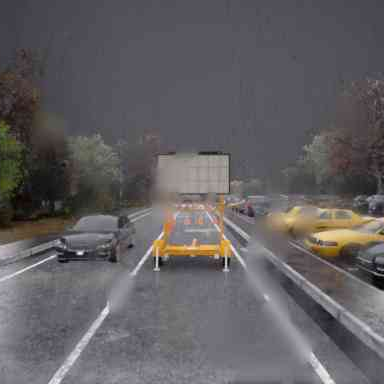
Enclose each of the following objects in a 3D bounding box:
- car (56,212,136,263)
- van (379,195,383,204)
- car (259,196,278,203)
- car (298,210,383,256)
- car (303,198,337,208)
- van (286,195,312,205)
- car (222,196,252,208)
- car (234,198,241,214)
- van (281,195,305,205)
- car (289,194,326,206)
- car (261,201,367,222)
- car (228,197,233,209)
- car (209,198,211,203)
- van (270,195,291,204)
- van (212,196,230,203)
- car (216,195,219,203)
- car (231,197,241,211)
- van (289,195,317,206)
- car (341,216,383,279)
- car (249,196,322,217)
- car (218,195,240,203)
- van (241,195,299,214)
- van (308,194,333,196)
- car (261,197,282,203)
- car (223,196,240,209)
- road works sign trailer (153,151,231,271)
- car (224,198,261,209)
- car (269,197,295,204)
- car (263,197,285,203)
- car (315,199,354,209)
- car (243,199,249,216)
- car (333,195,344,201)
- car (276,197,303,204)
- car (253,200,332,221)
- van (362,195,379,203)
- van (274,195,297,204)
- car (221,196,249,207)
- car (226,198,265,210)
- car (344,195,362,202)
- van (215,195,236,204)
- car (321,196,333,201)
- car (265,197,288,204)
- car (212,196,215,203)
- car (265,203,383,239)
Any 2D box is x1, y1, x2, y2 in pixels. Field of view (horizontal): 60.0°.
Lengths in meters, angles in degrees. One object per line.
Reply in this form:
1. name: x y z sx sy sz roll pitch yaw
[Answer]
1. car: -3.243 1.526 12.068 1.837 1.490 4.892 0 0 0
2. van: 20.235 1.328 30.675 4.442 1.987 1.878 0 0 0
3. car: 20.503 2.078 88.826 4.553 1.767 2.185 0 -1 0
4. car: 6.715 1.540 11.420 5.366 1.575 1.946 0 0 0
5. car: 20.275 1.713 52.835 4.674 1.452 2.002 0 0 0
6. van: 20.473 1.506 63.916 4.442 1.987 1.878 0 0 0
7. car: 7.167 1.555 53.050 4.553 1.767 2.185 0 0 0
8. car: 7.031 1.606 33.617 4.792 1.488 2.163 0 0 0
9. van: 20.261 1.522 66.821 4.442 1.987 1.878 0 -1 0
10. car: 20.289 1.452 58.502 5.566 2.045 2.435 0 0 0
11. car: 7.146 1.521 19.743 5.366 1.575 1.946 0 0 0
12. car: 7.070 1.636 39.169 4.792 1.488 2.163 0 0 0
13. car: 7.423 2.096 83.563 5.008 1.535 2.097 0 -1 0
14. van: 20.573 1.741 77.748 4.442 1.987 1.878 0 -1 0
15. van: 7.554 1.930 86.343 4.442 1.987 1.878 0 -1 0
16. car: 7.233 1.710 58.602 5.008 1.535 2.097 0 0 0
17. car: 7.050 1.621 36.393 4.792 1.488 2.163 0 0 0
18. van: 20.454 1.492 61.272 4.442 1.987 1.878 0 0 0
19. car: 6.887 1.554 8.643 4.892 1.521 2.231 0 0 0
20. car: 7.031 1.409 25.292 4.553 1.767 2.185 0 0 0
21. car: 6.993 1.663 50.275 5.366 1.575 1.946 0 0 0
22. van: 7.156 1.336 30.841 4.442 1.987 1.878 0 0 0
23. van: 20.375 1.433 50.191 4.442 1.987 1.878 0 0 0
24. car: 20.511 2.147 86.178 5.008 1.535 2.097 0 -1 0
25. car: 6.934 1.618 41.947 5.366 1.575 1.946 0 0 0
26. road works sign trailer: 0.052 0.483 10.952 2.380 3.560 2.880 0 0 3
27. car: 7.153 1.652 47.497 4.892 1.521 2.231 0 0 0
28. car: 20.251 1.904 74.975 5.366 1.575 1.946 0 -1 0
29. car: 20.490 2.085 83.283 5.008 1.535 2.097 0 -1 0
30. car: 20.241 1.684 47.420 4.674 1.452 2.002 0 0 0
31. car: 7.049 1.577 28.064 4.792 1.488 2.163 0 0 0
32. car: 20.150 1.347 38.986 5.566 2.045 2.435 0 0 0
33. car: 20.401 1.788 69.436 5.008 1.535 2.097 0 -1 0
34. car: 6.974 1.527 22.512 4.892 1.521 2.231 0 0 0
35. van: 20.022 1.343 33.447 4.442 1.987 1.878 0 0 0
36. van: 20.299 1.622 72.212 4.442 1.987 1.878 0 -1 0
37. car: 7.187 1.570 55.826 4.553 1.767 2.185 0 0 0
38. car: 7.146 1.637 44.721 4.892 1.521 2.231 0 0 0
39. car: 20.130 1.333 36.216 5.566 2.045 2.435 0 0 0
40. van: 7.221 1.633 72.467 4.442 1.987 1.878 0 -1 0
41. car: 20.212 1.628 44.526 5.008 1.535 2.097 0 0 0
42. car: 20.469 2.027 80.513 4.892 1.521 2.231 0 -1 0
43. car: 7.326 1.504 66.931 5.566 2.045 2.435 0 0 0
44. car: 6.756 1.524 17.093 5.366 1.575 1.946 0 0 0
